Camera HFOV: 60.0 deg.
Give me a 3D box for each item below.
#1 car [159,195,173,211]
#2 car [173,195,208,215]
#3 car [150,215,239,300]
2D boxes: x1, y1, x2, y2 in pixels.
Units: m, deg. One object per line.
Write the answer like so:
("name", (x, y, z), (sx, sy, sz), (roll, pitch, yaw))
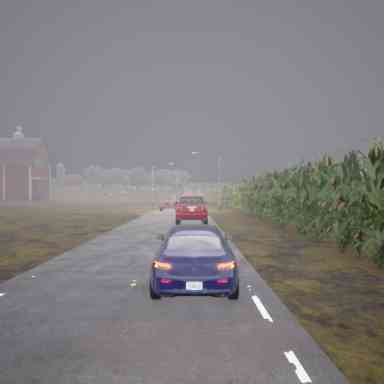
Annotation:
("car", (-3.002, 1.461, 43.203), (2.150, 2.045, 5.566), (0, -1, 0))
("car", (-0.046, 1.245, 23.933), (2.150, 2.045, 5.566), (0, 0, -1))
("car", (0.061, 1.524, 8.289), (1.812, 1.442, 4.674), (0, 0, 0))
